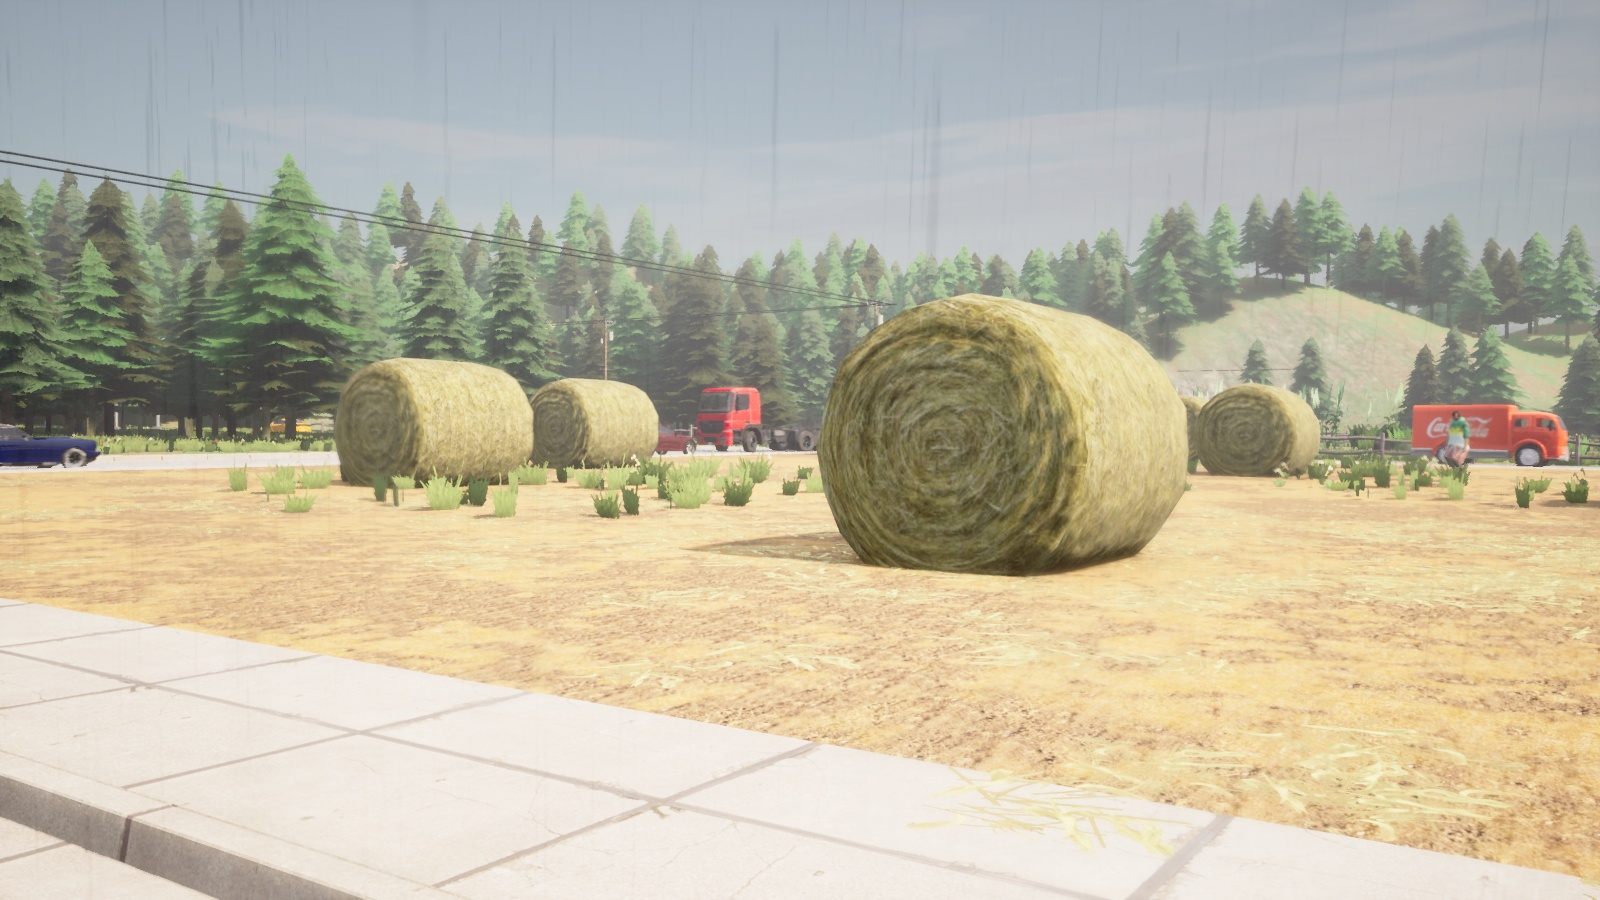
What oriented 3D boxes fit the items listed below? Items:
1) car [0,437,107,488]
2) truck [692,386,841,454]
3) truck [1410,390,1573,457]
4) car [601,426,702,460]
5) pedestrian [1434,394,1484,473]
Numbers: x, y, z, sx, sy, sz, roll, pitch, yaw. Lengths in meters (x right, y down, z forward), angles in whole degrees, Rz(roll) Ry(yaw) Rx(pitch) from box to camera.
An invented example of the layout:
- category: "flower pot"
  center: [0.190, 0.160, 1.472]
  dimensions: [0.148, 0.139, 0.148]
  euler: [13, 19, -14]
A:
- category: "car"
  center: [-21.851, 0.337, 34.337]
  dimensions: [1.895, 1.301, 4.718]
  euler: [0, 1, 35]
- category: "truck"
  center: [-1.690, -1.615, 67.268]
  dimensions: [7.936, 3.462, 2.891]
  euler: [-2, 2, -42]
- category: "truck"
  center: [26.864, -1.009, 48.841]
  dimensions: [5.204, 2.467, 2.627]
  euler: [0, 2, 38]
- category: "car"
  center: [-6.605, -0.326, 56.305]
  dimensions: [1.812, 1.442, 4.674]
  euler: [0, 1, 35]
- category: "pedestrian"
  center: [16.614, -0.420, 31.665]
  dimensions: [0.873, 1.952, 0.659]
  euler: [-1, 1, -12]
